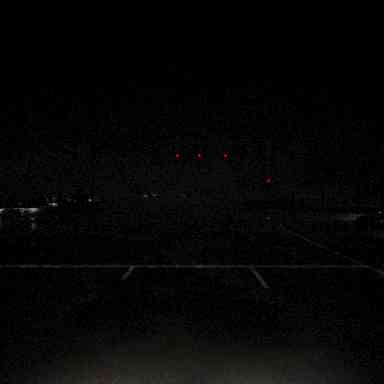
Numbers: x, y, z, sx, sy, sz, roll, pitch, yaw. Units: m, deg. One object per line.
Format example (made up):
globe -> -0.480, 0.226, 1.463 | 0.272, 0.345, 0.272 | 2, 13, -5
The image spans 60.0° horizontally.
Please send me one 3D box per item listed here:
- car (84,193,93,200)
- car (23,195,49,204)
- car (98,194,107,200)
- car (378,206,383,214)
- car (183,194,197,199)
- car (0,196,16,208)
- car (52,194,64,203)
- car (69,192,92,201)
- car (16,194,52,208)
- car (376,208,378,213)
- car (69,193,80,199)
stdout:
car -> -27.009, 1.158, 86.749 | 2.128, 1.511, 4.902 | 0, 0, -14
car -> -28.058, 1.301, 60.006 | 2.033, 1.411, 5.357 | 0, 0, 0
car -> -22.870, 1.167, 84.846 | 2.128, 1.511, 4.902 | 0, 0, -10
car -> 17.652, 1.258, 26.037 | 4.553, 1.767, 2.097 | 0, 0, 6
car -> -0.158, 1.193, 94.634 | 1.895, 1.301, 4.718 | 0, 0, -18
car -> -24.618, 1.329, 43.485 | 1.837, 1.490, 4.892 | 0, 1, 0
car -> -24.581, 1.108, 59.396 | 2.097, 1.767, 4.553 | 0, 0, 0
car -> -21.066, 0.963, 62.274 | 2.150, 2.045, 5.566 | 0, 0, 1
car -> -21.119, 1.321, 44.816 | 1.837, 1.490, 4.892 | 0, 2, 0
car -> 19.460, 1.438, 29.460 | 5.357, 1.411, 2.033 | 0, 0, 7
car -> -30.681, 1.128, 86.800 | 2.128, 1.511, 4.902 | 0, 0, -14
